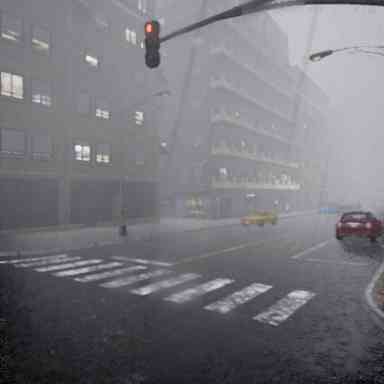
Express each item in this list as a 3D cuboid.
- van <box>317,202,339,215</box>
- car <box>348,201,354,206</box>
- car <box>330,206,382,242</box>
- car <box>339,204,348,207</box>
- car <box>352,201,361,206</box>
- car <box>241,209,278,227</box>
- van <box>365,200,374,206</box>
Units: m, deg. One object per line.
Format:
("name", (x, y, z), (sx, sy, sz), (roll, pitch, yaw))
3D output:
("van", (18.754, 2.283, 46.410), (1.690, 1.788, 3.998), (-2, -2, 35))
("car", (25.248, 2.663, 55.652), (1.887, 1.381, 4.507), (-2, -2, 35))
("car", (9.337, 1.778, 18.516), (1.967, 1.590, 4.097), (-2, -2, 35))
("car", (22.001, 2.470, 51.031), (1.967, 1.590, 4.097), (-2, -2, 35))
("car", (31.734, 2.611, 64.908), (2.192, 1.841, 5.009), (-2, -2, 35))
("car", (5.679, 2.110, 27.768), (1.752, 1.417, 4.829), (-2, -2, 35))
("van", (44.679, 2.994, 83.429), (1.690, 1.788, 3.998), (-2, -2, 35))
